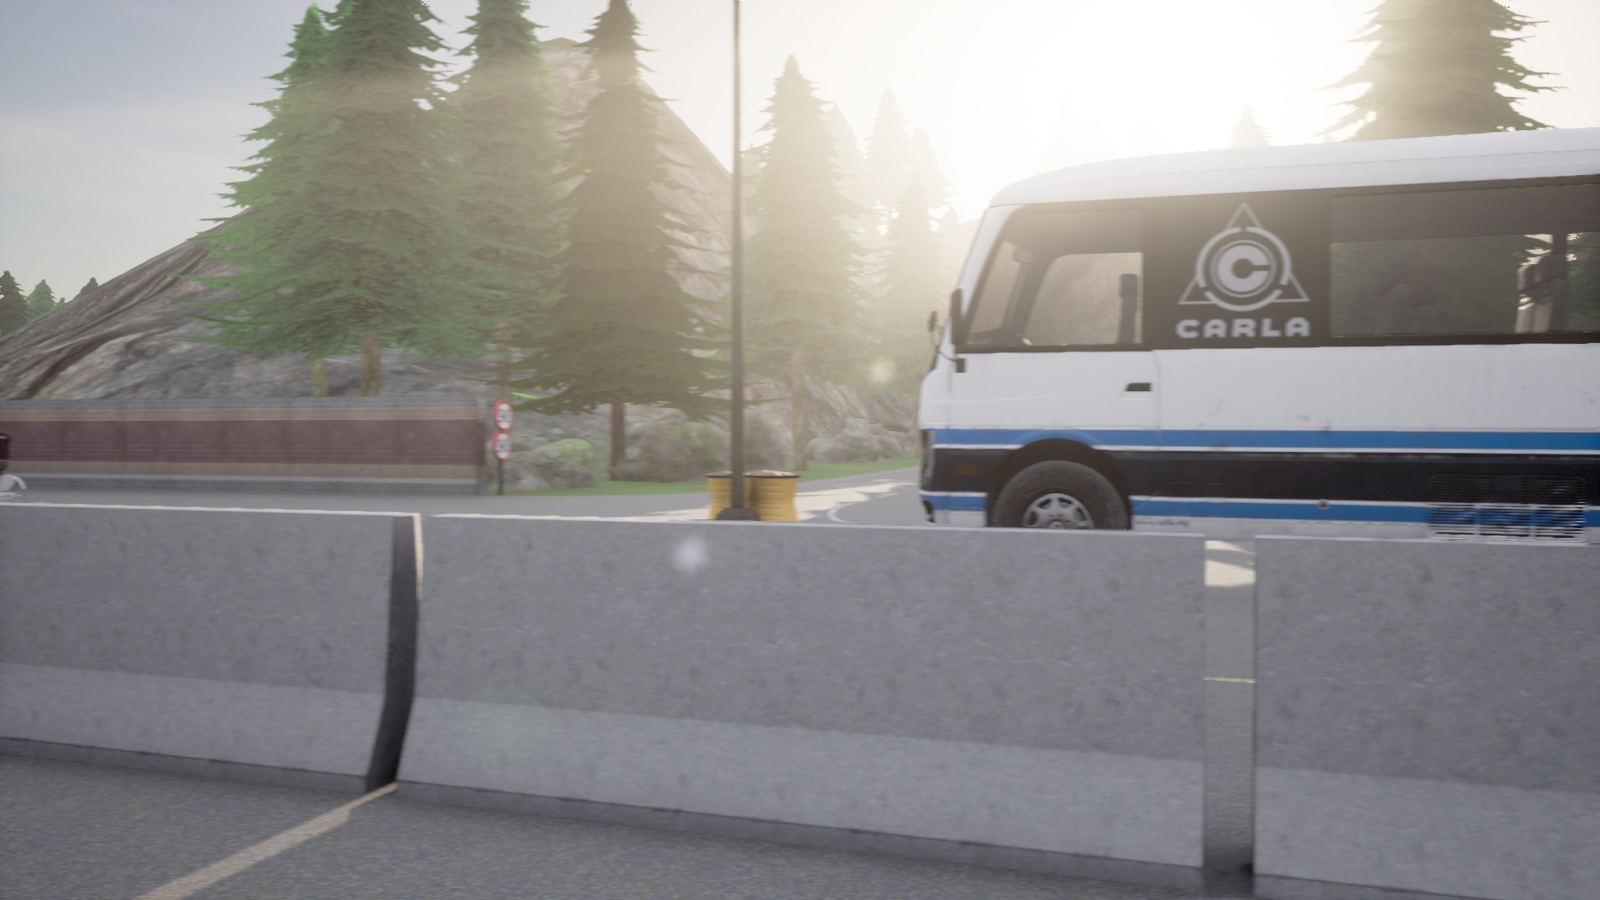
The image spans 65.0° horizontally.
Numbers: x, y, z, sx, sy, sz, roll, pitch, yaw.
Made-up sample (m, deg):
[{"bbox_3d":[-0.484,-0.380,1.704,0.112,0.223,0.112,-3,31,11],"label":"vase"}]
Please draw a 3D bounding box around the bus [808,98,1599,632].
[{"bbox_3d":[5.597,-0.725,12.367,10.273,4.253,3.944,1,1,19],"label":"bus"}]

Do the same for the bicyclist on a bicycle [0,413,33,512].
[{"bbox_3d":[-15.064,0.205,23.030,1.843,1.776,0.659,1,1,19],"label":"bicyclist on a bicycle"}]
